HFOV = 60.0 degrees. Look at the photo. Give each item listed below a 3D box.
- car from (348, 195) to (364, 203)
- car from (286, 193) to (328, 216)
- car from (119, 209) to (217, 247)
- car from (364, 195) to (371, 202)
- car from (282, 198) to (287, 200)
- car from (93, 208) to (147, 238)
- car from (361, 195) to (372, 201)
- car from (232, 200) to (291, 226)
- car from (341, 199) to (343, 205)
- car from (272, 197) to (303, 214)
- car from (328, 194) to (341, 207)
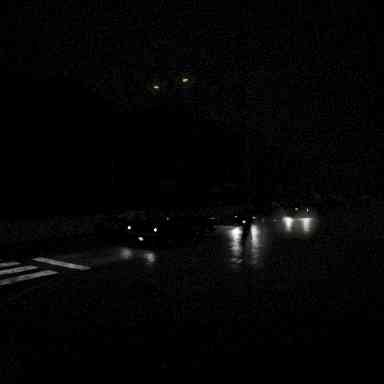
[{"bbox_3d":[33.043,1.507,67.759,1.947,1.339,4.313,0,0,35],"label":"car"},{"bbox_3d":[10.894,1.157,31.807,2.150,2.045,5.566,0,0,35],"label":"car"},{"bbox_3d":[-0.796,1.564,15.194,1.895,1.301,4.718,0,0,35],"label":"car"},{"bbox_3d":[39.476,1.485,76.915,1.752,1.417,4.829,0,0,35],"label":"car"},{"bbox_3d":[6.920,1.522,30.582,1.802,1.307,4.206,0,0,35],"label":"car"},{"bbox_3d":[-2.875,1.516,16.642,2.008,1.369,4.403,0,0,35],"label":"car"},{"bbox_3d":[42.839,1.517,81.701,1.887,1.381,4.507,0,0,35],"label":"car"},{"bbox_3d":[4.828,1.493,23.190,2.033,1.411,5.357,0,0,35],"label":"car"},{"bbox_3d":[23.248,1.498,53.818,1.947,1.339,4.313,0,0,35],"label":"car"},{"bbox_3d":[10.185,1.377,35.230,1.967,1.590,4.097,0,0,35],"label":"car"},{"bbox_3d":[19.981,1.248,49.171,2.192,1.841,5.009,0,0,35],"label":"car"}]
